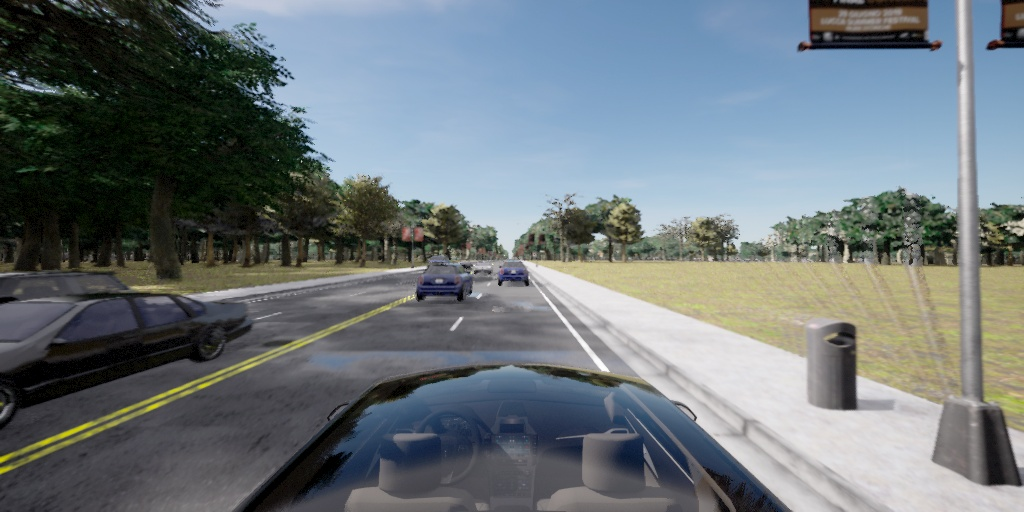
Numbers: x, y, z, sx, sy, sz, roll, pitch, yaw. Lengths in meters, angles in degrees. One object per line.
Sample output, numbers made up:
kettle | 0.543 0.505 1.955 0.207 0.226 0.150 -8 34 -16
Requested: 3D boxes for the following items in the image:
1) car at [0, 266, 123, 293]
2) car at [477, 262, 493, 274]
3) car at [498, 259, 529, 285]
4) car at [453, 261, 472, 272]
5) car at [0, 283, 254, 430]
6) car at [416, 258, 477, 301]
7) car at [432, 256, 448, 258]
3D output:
car | -9.849 1.104 6.736 2.097 1.767 4.553 0 0 0
car | -3.151 1.353 40.597 1.895 1.301 4.718 0 0 0
car | 0.100 1.105 26.221 2.097 1.767 4.553 0 0 0
car | -6.577 1.353 48.485 1.895 1.301 4.718 0 0 0
car | -6.601 1.299 5.497 2.033 1.411 5.357 0 0 0
car | -3.150 1.105 17.609 2.097 1.767 4.553 0 0 0
car | -9.829 0.973 48.140 2.150 2.045 5.566 0 0 0
